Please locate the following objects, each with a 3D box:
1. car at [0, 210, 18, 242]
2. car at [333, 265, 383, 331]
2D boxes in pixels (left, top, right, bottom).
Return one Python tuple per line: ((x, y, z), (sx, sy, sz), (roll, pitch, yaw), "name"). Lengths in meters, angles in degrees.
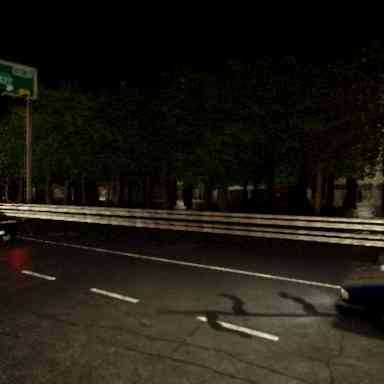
((-9.889, 1.486, 15.240), (4.902, 1.511, 2.128), (0, 0, 36), "car")
((4.966, 1.548, 4.625), (5.357, 1.411, 2.033), (0, 0, 36), "car")
